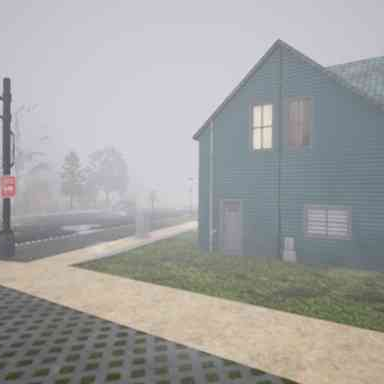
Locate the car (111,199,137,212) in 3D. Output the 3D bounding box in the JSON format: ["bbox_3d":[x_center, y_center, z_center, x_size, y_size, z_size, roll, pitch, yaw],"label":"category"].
[{"bbox_3d":[-9.712,1.871,47.699,2.097,1.767,4.553,1,-1,20],"label":"car"}]
